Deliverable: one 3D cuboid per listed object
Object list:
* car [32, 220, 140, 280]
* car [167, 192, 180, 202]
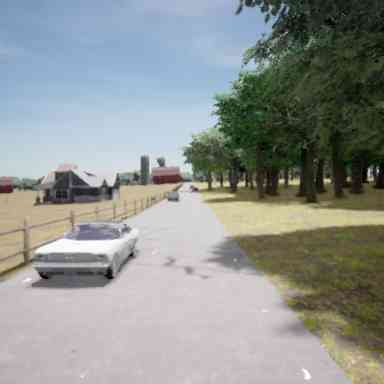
[{"bbox_3d":[-2.848,1.555,9.970,1.895,1.301,4.718,0,0,0],"label":"car"},{"bbox_3d":[-2.808,0.727,50.754,1.837,1.490,4.892,0,1,0],"label":"car"}]
